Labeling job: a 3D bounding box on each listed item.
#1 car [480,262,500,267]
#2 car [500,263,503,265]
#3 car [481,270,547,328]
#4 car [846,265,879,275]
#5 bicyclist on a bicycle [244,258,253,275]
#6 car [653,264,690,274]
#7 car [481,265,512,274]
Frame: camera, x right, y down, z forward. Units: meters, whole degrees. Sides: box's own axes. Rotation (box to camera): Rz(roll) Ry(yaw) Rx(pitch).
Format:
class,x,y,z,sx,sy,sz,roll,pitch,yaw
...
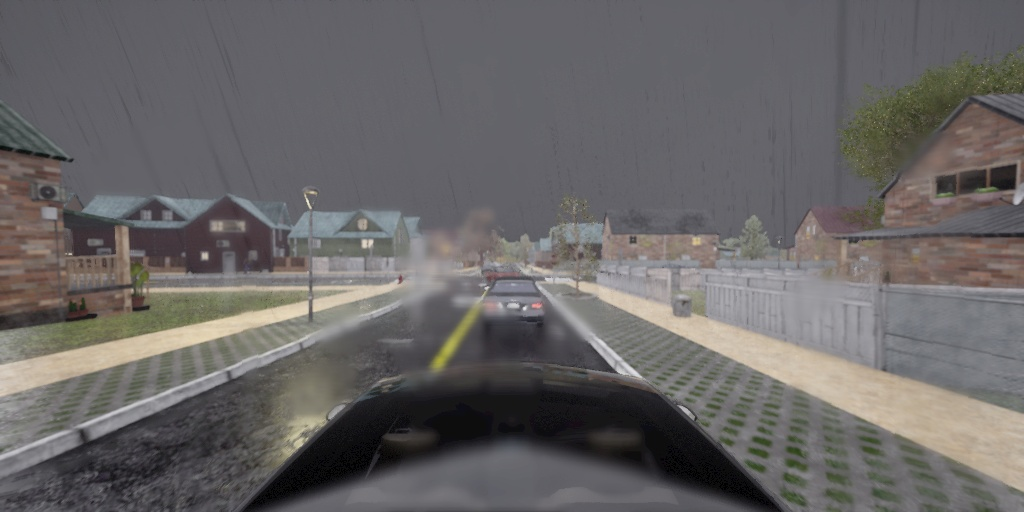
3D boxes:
class,x,y,z,sx,sy,sz,roll,pitch,yaw
car,-2.926,1.596,46.214,1.837,1.490,4.892,0,0,0
car,-2.932,1.761,60.356,1.812,1.442,4.674,0,-1,0
car,0.079,1.361,11.670,2.033,1.411,5.357,0,0,0
car,32.428,1.545,33.444,4.674,1.442,1.812,0,2,11
bicyclist on a bicycle,-24.940,0.997,33.961,0.582,1.620,1.656,0,3,-16
car,15.680,1.496,35.475,4.181,1.385,1.994,0,2,3
car,-0.949,1.581,28.499,1.895,1.301,4.718,0,-2,-15
